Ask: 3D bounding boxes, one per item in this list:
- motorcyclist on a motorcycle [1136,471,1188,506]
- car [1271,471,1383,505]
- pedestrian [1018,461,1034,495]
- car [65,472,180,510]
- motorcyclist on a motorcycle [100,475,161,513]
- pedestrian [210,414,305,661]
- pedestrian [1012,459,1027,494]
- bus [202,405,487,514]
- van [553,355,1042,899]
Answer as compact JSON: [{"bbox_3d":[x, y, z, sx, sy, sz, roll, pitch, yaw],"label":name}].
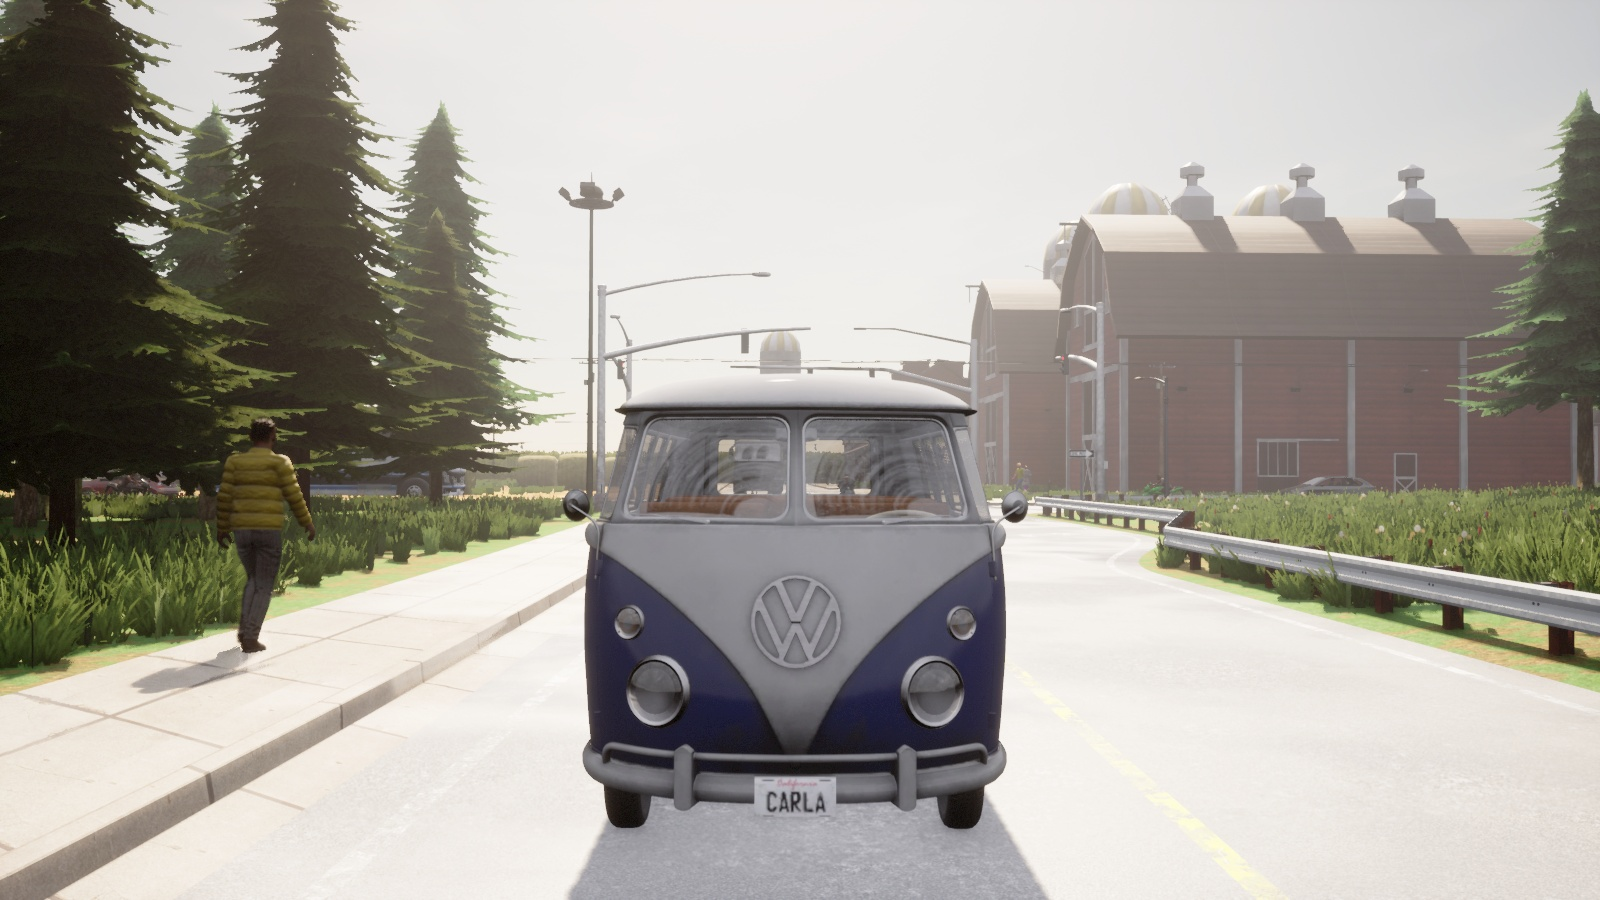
[{"bbox_3d":[16.080,1.694,55.812,2.044,1.523,0.797,0,-1,-1],"label":"motorcyclist on a motorcycle"},{"bbox_3d":[23.452,1.699,55.983,4.193,1.474,1.816,0,-1,-1],"label":"car"},{"bbox_3d":[12.996,1.615,72.265,0.659,1.952,0.873,0,-1,-6],"label":"pedestrian"},{"bbox_3d":[-29.488,1.775,54.753,3.988,1.617,1.851,0,-1,-1],"label":"car"},{"bbox_3d":[-27.342,1.792,51.301,2.044,1.523,0.797,0,-1,-1],"label":"motorcyclist on a motorcycle"},{"bbox_3d":[-4.189,0.656,9.721,0.431,1.840,0.709,0,-1,-1],"label":"pedestrian"},{"bbox_3d":[11.639,1.425,66.721,0.706,1.836,0.354,0,-1,-29],"label":"pedestrian"},{"bbox_3d":[-18.437,0.402,51.531,10.273,4.253,3.944,0,-1,-1],"label":"bus"},{"bbox_3d":[-0.024,0.679,6.803,1.775,1.987,4.442,0,-1,0],"label":"van"}]
